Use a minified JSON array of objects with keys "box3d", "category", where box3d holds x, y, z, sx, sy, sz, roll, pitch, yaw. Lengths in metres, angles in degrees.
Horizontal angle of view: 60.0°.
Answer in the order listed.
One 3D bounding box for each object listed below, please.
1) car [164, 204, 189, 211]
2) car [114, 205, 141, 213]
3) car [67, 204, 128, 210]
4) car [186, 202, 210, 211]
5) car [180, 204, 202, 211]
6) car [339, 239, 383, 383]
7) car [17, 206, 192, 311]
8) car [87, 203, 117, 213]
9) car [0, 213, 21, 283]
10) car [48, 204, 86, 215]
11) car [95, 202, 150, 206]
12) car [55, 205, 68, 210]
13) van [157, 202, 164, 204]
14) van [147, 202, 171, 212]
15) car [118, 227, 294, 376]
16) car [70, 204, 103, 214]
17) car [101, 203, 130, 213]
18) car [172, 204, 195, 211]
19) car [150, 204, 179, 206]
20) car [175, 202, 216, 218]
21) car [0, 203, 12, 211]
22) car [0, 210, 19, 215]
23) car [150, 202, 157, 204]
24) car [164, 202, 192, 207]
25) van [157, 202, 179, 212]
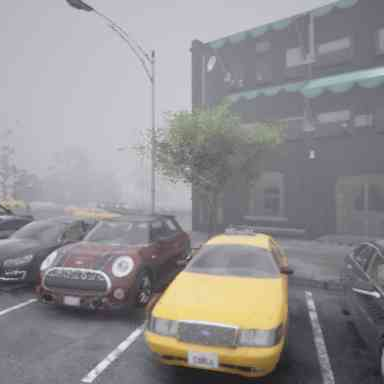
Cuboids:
[{"box3d":[-3.449,3.523,74.685,5.366,1.575,1.946,0,-2,15],"category":"car"},{"box3d":[-12.094,3.114,62.498,4.674,1.452,2.002,0,-2,15],"category":"car"},{"box3d":[-9.587,2.338,33.997,5.366,1.575,1.946,1,-2,15],"category":"car"},{"box3d":[1.415,3.547,82.084,5.566,2.045,2.435,0,-2,15],"category":"car"},{"box3d":[-0.218,3.737,79.620,4.792,1.488,2.163,0,-2,15],"category":"car"},{"box3d":[3.285,1.488,4.599,2.231,1.521,4.892,1,-1,16],"category":"car"},{"box3d":[-1.518,1.371,8.062,2.185,1.767,4.553,1,-1,16],"category":"car"},{"box3d":[-15.511,2.767,57.620,4.553,1.767,2.185,0,-2,15],"category":"car"},{"box3d":[-3.936,1.501,9.753,2.231,1.521,4.892,0,-1,16],"category":"car"},{"box3d":[-19.528,2.684,52.076,5.366,1.575,1.946,0,-2,15],"category":"car"},{"box3d":[-8.001,2.192,36.525,5.566,2.045,2.435,1,-1,15],"category":"car"},{"box3d":[-21.276,2.584,49.244,4.892,1.521,2.231,0,-2,15],"category":"car"},{"box3d":[-8.591,3.029,67.369,4.442,1.987,1.878,0,-2,15],"category":"van"},{"box3d":[-6.900,3.119,69.817,4.442,1.987,1.878,0,-2,15],"category":"van"},{"box3d":[0.838,1.486,6.133,1.946,1.575,5.366,0,-1,15],"category":"car"},{"box3d":[-17.386,2.819,54.816,4.792,1.488,2.163,0,-2,15],"category":"car"},{"box3d":[-13.757,2.857,60.042,4.553,1.767,2.185,0,-2,15],"category":"car"},{"box3d":[-1.968,3.647,77.181,4.792,1.488,2.163,0,-2,15],"category":"car"},{"box3d":[-4.574,2.637,41.468,5.008,1.535,2.097,1,-1,15],"category":"car"},{"box3d":[0.563,2.658,48.880,5.566,2.045,2.435,1,-1,15],"category":"car"},{"box3d":[-8.755,1.258,13.216,2.435,2.045,5.566,0,-1,16],"category":"car"},{"box3d":[-6.347,1.545,11.466,2.002,1.452,4.674,0,-1,15],"category":"car"},{"box3d":[-10.427,2.913,64.956,5.566,2.045,2.435,0,-2,15],"category":"car"},{"box3d":[-1.157,2.693,46.424,4.553,1.767,2.185,1,-1,15],"category":"car"},{"box3d":[-5.208,3.210,72.266,4.442,1.987,1.878,0,-2,15],"category":"van"}]
